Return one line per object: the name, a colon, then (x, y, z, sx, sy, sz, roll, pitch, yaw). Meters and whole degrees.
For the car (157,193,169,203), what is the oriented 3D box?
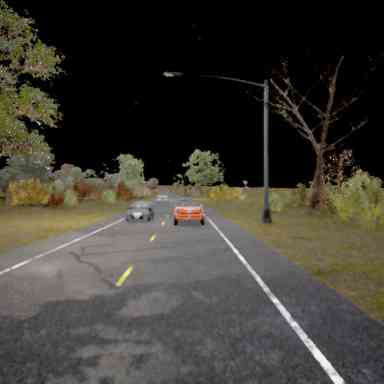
car: (-5.778, 1.136, 66.321, 2.150, 2.045, 5.566, 0, 0, -4)

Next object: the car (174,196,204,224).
car: (-0.243, 1.336, 24.703, 2.097, 1.767, 4.553, 0, 0, -1)

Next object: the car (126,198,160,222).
car: (-3.977, 1.477, 26.141, 2.128, 1.511, 4.902, 0, 0, -2)

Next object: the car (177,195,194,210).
car: (-0.845, 1.313, 42.176, 2.097, 1.767, 4.553, 0, 0, -2)
